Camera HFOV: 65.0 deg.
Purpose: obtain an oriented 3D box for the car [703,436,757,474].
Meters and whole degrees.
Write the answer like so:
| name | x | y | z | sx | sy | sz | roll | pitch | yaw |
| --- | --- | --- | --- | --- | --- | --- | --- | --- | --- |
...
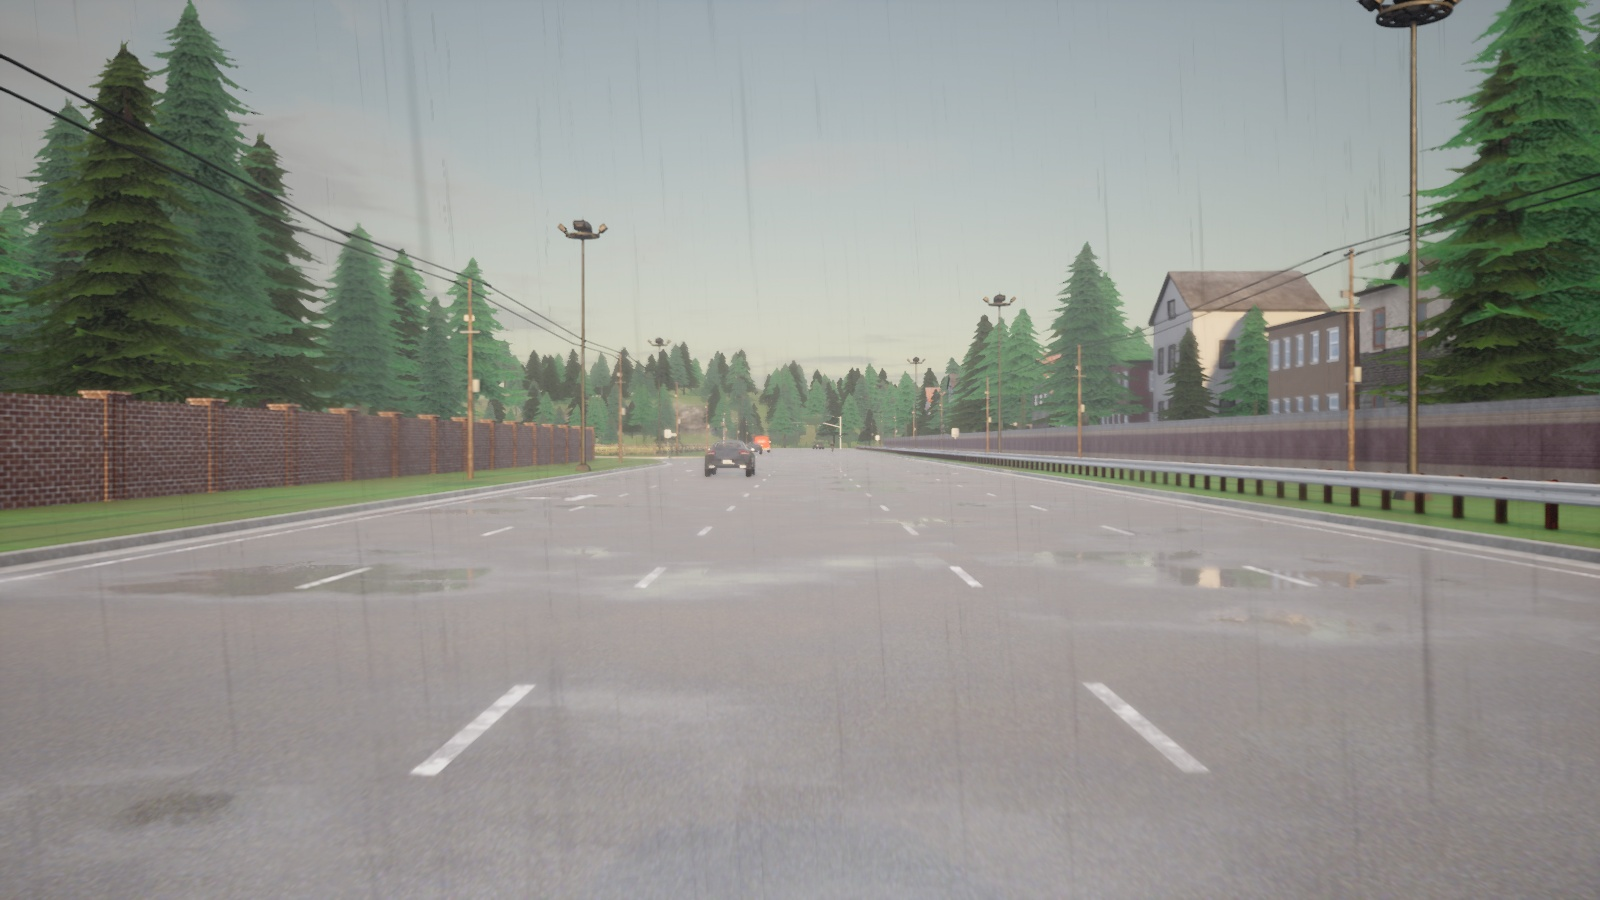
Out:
| name | x | y | z | sx | sy | sz | roll | pitch | yaw |
| --- | --- | --- | --- | --- | --- | --- | --- | --- | --- |
| car | -3.157 | 0.200 | 57.271 | 2.152 | 1.651 | 5.027 | 0 | 0 | 0 |
